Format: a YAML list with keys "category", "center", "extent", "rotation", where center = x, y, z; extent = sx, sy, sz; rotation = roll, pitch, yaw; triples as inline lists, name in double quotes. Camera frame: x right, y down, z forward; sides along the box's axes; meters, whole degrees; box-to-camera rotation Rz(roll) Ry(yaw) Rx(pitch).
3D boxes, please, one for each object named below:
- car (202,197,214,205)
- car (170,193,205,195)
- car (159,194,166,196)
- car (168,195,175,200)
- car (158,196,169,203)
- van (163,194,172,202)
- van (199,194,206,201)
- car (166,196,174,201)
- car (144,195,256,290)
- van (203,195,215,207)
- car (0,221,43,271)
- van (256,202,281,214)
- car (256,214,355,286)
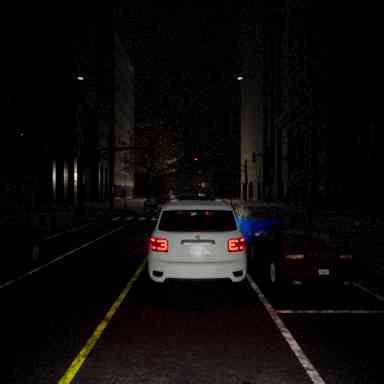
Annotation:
- category: "car"
  center: [2.719, 1.601, 58.148]
  extent: [1.947, 1.339, 4.313]
  rotation: [0, 0, 0]
- category: "car"
  center: [0.084, 1.227, 19.559]
  extent: [2.150, 2.045, 5.566]
  rotation: [0, 0, 0]
- category: "car"
  center: [-5.806, 1.580, 57.910]
  extent: [1.887, 1.381, 4.507]
  rotation: [0, 0, 0]
- category: "car"
  center: [-5.835, 1.613, 94.763]
  extent: [1.752, 1.417, 4.829]
  rotation: [0, 0, 0]
- category: "car"
  center: [-5.814, 1.598, 68.488]
  extent: [2.008, 1.369, 4.403]
  rotation: [0, 0, 0]
- category: "van"
  center: [-5.822, 1.404, 79.066]
  extent: [1.690, 1.788, 3.998]
  rotation: [0, 0, 0]
- category: "van"
  center: [2.699, 1.413, 85.214]
  extent: [1.690, 1.788, 3.998]
  rotation: [0, 0, 0]
- category: "car"
  center: [-5.831, 1.645, 89.643]
  extent: [1.947, 1.339, 4.313]
  rotation: [0, 0, 0]
- category: "car"
  center: [0.102, 1.223, 9.198]
  extent: [2.150, 2.045, 5.566]
  rotation: [0, 0, 0]
- category: "van"
  center: [2.724, 1.371, 52.735]
  extent: [1.690, 1.788, 3.998]
  rotation: [0, 0, 0]
- category: "car"
  center: [-5.784, 1.546, 9.237]
  extent: [1.887, 1.381, 4.507]
  rotation: [0, 0, 0]
- category: "van"
  center: [2.768, 1.344, 14.750]
  extent: [1.690, 1.788, 3.998]
  rotation: [0, 0, 0]
- category: "car"
  center: [2.771, 1.546, 9.225]
  extent: [1.887, 1.381, 4.507]
  rotation: [0, 0, 0]
